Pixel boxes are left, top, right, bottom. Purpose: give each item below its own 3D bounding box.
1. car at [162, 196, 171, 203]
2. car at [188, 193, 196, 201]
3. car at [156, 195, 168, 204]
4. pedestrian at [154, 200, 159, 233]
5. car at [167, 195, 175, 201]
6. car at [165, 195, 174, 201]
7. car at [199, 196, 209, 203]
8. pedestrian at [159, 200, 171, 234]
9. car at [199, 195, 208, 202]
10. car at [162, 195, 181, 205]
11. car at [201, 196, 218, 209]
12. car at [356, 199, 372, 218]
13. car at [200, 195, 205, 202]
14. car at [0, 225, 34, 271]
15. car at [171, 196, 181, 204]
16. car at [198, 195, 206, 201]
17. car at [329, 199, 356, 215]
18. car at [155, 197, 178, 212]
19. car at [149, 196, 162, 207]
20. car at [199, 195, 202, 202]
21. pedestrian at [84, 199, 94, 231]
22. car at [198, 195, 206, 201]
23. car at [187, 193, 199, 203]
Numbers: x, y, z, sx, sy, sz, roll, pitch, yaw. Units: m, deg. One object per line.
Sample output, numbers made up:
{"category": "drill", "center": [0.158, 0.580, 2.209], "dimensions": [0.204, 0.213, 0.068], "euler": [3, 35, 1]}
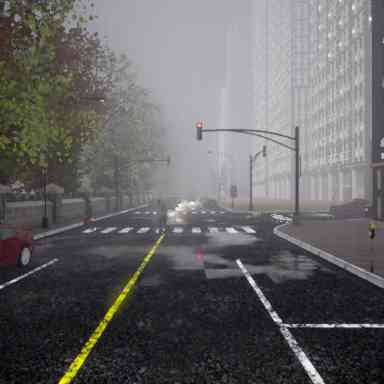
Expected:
{"category": "car", "center": [-5.706, 1.586, 74.585], "dimensions": [1.752, 1.417, 4.829], "euler": [0, 0, 0]}
{"category": "car", "center": [-0.020, 1.177, 83.910], "dimensions": [2.150, 2.045, 5.566], "euler": [0, 0, 0]}
{"category": "car", "center": [-5.703, 1.485, 63.490], "dimensions": [1.967, 1.590, 4.097], "euler": [0, 0, 0]}
{"category": "pedestrian", "center": [-1.785, 1.298, 18.548], "dimensions": [0.375, 1.860, 0.375], "euler": [0, 0, 0]}
{"category": "car", "center": [-5.711, 1.636, 91.651], "dimensions": [1.887, 1.381, 4.507], "euler": [0, 0, 0]}
{"category": "car", "center": [-5.708, 1.521, 86.018], "dimensions": [1.967, 1.590, 4.097], "euler": [0, 0, 0]}
{"category": "car", "center": [2.675, 1.606, 74.757], "dimensions": [1.887, 1.381, 4.507], "euler": [0, 0, 0]}
{"category": "pedestrian", "center": [-1.455, 1.298, 17.865], "dimensions": [0.375, 1.860, 0.375], "euler": [0, 0, 0]}
{"category": "car", "center": [2.673, 1.511, 80.389], "dimensions": [1.967, 1.590, 4.097], "euler": [0, 0, 0]}
{"category": "car", "center": [-3.103, 1.524, 52.418], "dimensions": [2.128, 1.511, 4.902], "euler": [0, 0, 0]}
{"category": "car", "center": [2.680, 1.592, 46.594], "dimensions": [1.947, 1.339, 4.313], "euler": [0, 0, 0]}
{"category": "car", "center": [14.668, 1.282, 24.005], "dimensions": [4.313, 1.339, 1.947], "euler": [-1, 1, 0]}
{"category": "car", "center": [2.679, 1.597, 52.226], "dimensions": [1.947, 1.339, 4.313], "euler": [0, 0, 0]}
{"category": "car", "center": [-5.819, 1.546, 8.673], "dimensions": [1.887, 1.381, 4.507], "euler": [0, 0, 0]}
{"category": "car", "center": [-3.066, 1.571, 64.149], "dimensions": [1.812, 1.442, 4.674], "euler": [0, 0, 1]}
{"category": "car", "center": [2.672, 1.521, 86.020], "dimensions": [1.967, 1.590, 4.097], "euler": [0, 0, 0]}
{"category": "car", "center": [14.599, 1.308, 29.806], "dimensions": [4.181, 1.385, 1.994], "euler": [-1, 0, 0]}
{"category": "car", "center": [-2.949, 1.584, 39.359], "dimensions": [1.994, 1.385, 4.181], "euler": [0, 0, -4]}
{"category": "car", "center": [-5.701, 1.613, 52.224], "dimensions": [1.802, 1.307, 4.206], "euler": [0, 0, 0]}
{"category": "car", "center": [2.678, 1.604, 57.859], "dimensions": [1.947, 1.339, 4.313], "euler": [0, 0, 0]}
{"category": "pedestrian", "center": [-5.932, 1.299, 19.148], "dimensions": [0.375, 1.860, 0.375], "euler": [0, 0, 0]}
{"category": "car", "center": [2.670, 1.642, 91.653], "dimensions": [2.008, 1.369, 4.403], "euler": [0, 0, 0]}
{"category": "car", "center": [-0.017, 1.590, 73.463], "dimensions": [2.033, 1.411, 5.357], "euler": [0, 0, 0]}
